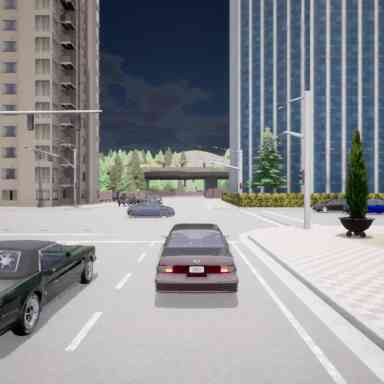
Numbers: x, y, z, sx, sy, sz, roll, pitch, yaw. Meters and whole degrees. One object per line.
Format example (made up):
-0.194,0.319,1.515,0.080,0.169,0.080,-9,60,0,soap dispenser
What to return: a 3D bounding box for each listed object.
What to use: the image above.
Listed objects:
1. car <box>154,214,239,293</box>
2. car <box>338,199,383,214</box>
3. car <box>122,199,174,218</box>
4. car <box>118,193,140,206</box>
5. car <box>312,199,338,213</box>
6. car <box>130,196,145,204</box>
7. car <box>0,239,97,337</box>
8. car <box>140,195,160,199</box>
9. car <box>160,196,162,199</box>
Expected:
0.097,1.547,8.962,2.033,1.411,5.357,0,0,0,car
17.632,1.477,33.032,5.008,1.535,1.882,0,0,0,car
-3.606,1.564,29.170,4.181,1.385,1.994,0,0,0,car
-10.460,1.221,53.882,2.150,2.045,5.566,0,0,0,car
15.682,1.505,36.517,4.892,1.490,1.837,0,0,0,car
-10.387,1.547,64.121,2.033,1.411,5.357,0,0,1,car
-3.422,1.601,6.626,1.895,1.301,4.718,0,0,1,car
-6.953,1.352,54.847,2.097,1.767,4.553,0,0,0,car
-6.892,1.352,63.736,2.097,1.767,4.553,0,0,1,car
